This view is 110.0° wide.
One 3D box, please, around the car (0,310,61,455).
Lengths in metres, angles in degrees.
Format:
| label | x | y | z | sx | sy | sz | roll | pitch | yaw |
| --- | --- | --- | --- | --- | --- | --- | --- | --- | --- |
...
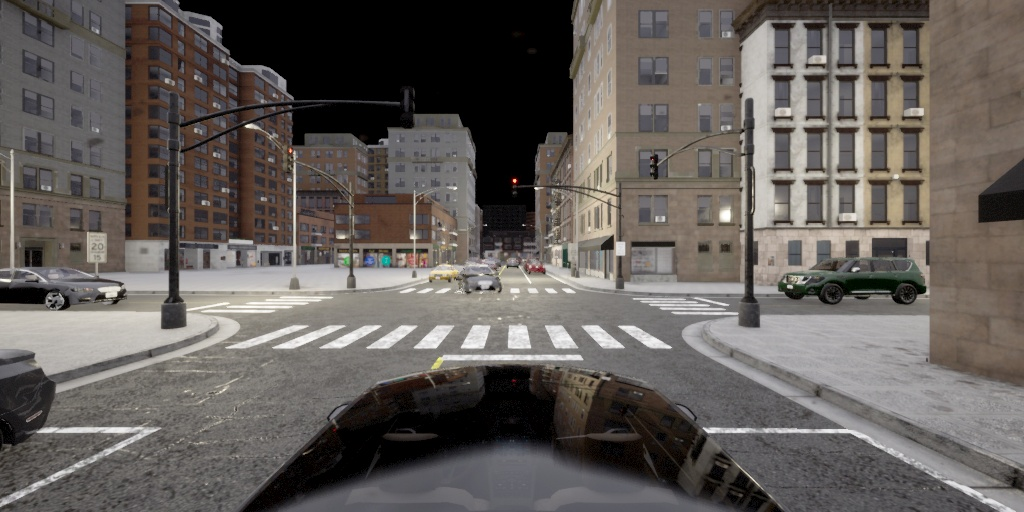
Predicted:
| label | x | y | z | sx | sy | sz | roll | pitch | yaw |
| --- | --- | --- | --- | --- | --- | --- | --- | --- | --- |
| car | -5.388 | 1.300 | 1.673 | 2.007 | 1.370 | 4.403 | 0 | 0 | 0 |

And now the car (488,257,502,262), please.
| label | x | y | z | sx | sy | sz | roll | pitch | yaw |
| --- | --- | --- | --- | --- | --- | --- | --- | --- | --- |
| car | -2.730 | 1.268 | 62.430 | 1.837 | 1.490 | 4.892 | 0 | 0 | 0 |

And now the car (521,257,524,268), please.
| label | x | y | z | sx | sy | sz | roll | pitch | yaw |
| --- | --- | --- | --- | --- | --- | --- | --- | --- | --- |
| car | 2.654 | 1.066 | 45.501 | 2.192 | 1.841 | 5.009 | 0 | 0 | 0 |

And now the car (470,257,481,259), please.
| label | x | y | z | sx | sy | sz | roll | pitch | yaw |
| --- | --- | --- | --- | --- | --- | --- | --- | --- | --- |
| car | -5.369 | 1.067 | 51.167 | 2.192 | 1.841 | 5.009 | 0 | 0 | 0 |

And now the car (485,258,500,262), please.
| label | x | y | z | sx | sy | sz | roll | pitch | yaw |
| --- | --- | --- | --- | --- | --- | --- | --- | --- | --- |
| car | -2.823 | 1.277 | 46.280 | 1.812 | 1.442 | 4.674 | 0 | 0 | 0 |

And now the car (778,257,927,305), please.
| label | x | y | z | sx | sy | sz | roll | pitch | yaw |
| --- | --- | --- | --- | --- | --- | --- | --- | --- | --- |
| car | 15.349 | 1.056 | 16.324 | 5.566 | 2.045 | 2.150 | 0 | 0 | -2 |

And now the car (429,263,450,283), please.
| label | x | y | z | sx | sy | sz | roll | pitch | yaw |
| --- | --- | --- | --- | --- | --- | --- | --- | --- | --- |
| car | -5.378 | 1.276 | 28.349 | 1.751 | 1.417 | 4.829 | 0 | 0 | 0 |

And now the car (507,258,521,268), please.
| label | x | y | z | sx | sy | sz | roll | pitch | yaw |
| --- | --- | --- | --- | --- | --- | --- | --- | --- | --- |
| car | 0.115 | 1.317 | 58.569 | 1.994 | 1.385 | 4.181 | 0 | 0 | 1 |

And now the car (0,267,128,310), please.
| label | x | y | z | sx | sy | sz | roll | pitch | yaw |
| --- | --- | --- | --- | --- | --- | --- | --- | --- | --- |
| car | -17.278 | 1.162 | 13.342 | 4.902 | 1.511 | 2.128 | 0 | 0 | 2 |

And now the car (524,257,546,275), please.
| label | x | y | z | sx | sy | sz | roll | pitch | yaw |
| --- | --- | --- | --- | --- | --- | --- | --- | --- | --- |
| car | 2.651 | 1.191 | 39.839 | 1.967 | 1.591 | 4.097 | 0 | 0 | 0 |

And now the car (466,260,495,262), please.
| label | x | y | z | sx | sy | sz | roll | pitch | yaw |
| --- | --- | --- | --- | --- | --- | --- | --- | --- | --- |
| car | -2.835 | 1.313 | 32.464 | 1.994 | 1.385 | 4.181 | 0 | 0 | 0 |

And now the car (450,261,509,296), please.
| label | x | y | z | sx | sy | sz | roll | pitch | yaw |
| --- | --- | --- | --- | --- | --- | --- | --- | --- | --- |
| car | -1.920 | 1.240 | 19.651 | 2.128 | 1.511 | 4.902 | 0 | 0 | -15 |

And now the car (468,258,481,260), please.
| label | x | y | z | sx | sy | sz | roll | pitch | yaw |
| --- | --- | --- | --- | --- | --- | --- | --- | --- | --- |
| car | -5.372 | 1.302 | 45.505 | 2.007 | 1.370 | 4.403 | 0 | 0 | 0 |
